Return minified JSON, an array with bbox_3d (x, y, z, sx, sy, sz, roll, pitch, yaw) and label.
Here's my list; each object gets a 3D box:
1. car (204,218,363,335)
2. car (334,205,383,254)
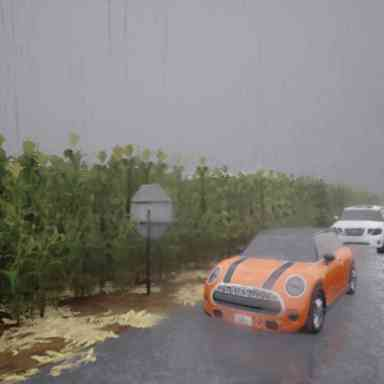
[{"bbox_3d":[2.187,1.634,7.489,2.097,1.767,4.553,-2,-3,36],"label":"car"},{"bbox_3d":[8.492,1.721,16.472,2.150,2.045,5.566,-2,-2,35],"label":"car"}]
